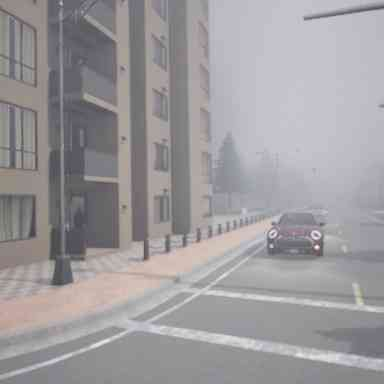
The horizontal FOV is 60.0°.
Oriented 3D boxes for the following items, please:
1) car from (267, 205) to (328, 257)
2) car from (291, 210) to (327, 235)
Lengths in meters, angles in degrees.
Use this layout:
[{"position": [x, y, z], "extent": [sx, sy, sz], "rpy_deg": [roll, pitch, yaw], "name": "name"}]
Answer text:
[{"position": [4.597, 1.632, 14.364], "extent": [2.097, 1.767, 4.553], "rpy_deg": [-2, -2, 22], "name": "car"}, {"position": [8.051, 1.982, 22.622], "extent": [1.994, 1.385, 4.181], "rpy_deg": [-2, -2, 23], "name": "car"}]
